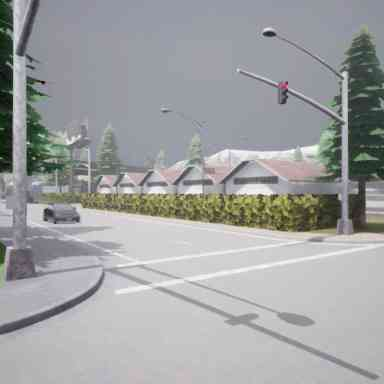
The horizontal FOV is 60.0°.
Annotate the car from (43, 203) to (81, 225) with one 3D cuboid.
[{"bbox_3d":[-9.787,1.543,24.766,1.812,1.442,4.674,0,1,-36],"label":"car"}]
